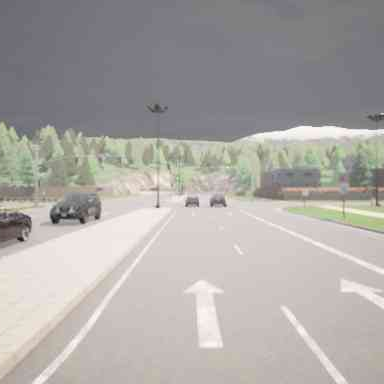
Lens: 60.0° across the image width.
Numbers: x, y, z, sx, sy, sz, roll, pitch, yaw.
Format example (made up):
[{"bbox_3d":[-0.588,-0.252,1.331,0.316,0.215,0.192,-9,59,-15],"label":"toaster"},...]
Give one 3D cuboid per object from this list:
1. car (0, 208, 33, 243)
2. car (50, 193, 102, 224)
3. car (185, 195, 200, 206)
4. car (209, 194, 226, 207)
[{"bbox_3d":[-8.097,1.416,13.041,2.128,1.511,4.902,0,0,0],"label":"car"},{"bbox_3d":[-8.075,1.084,23.768,2.150,2.045,5.566,0,0,1],"label":"car"},{"bbox_3d":[0.074,1.221,46.906,2.128,1.511,4.902,0,0,0],"label":"car"},{"bbox_3d":[3.572,1.080,46.764,2.097,1.767,4.553,0,0,0],"label":"car"}]
